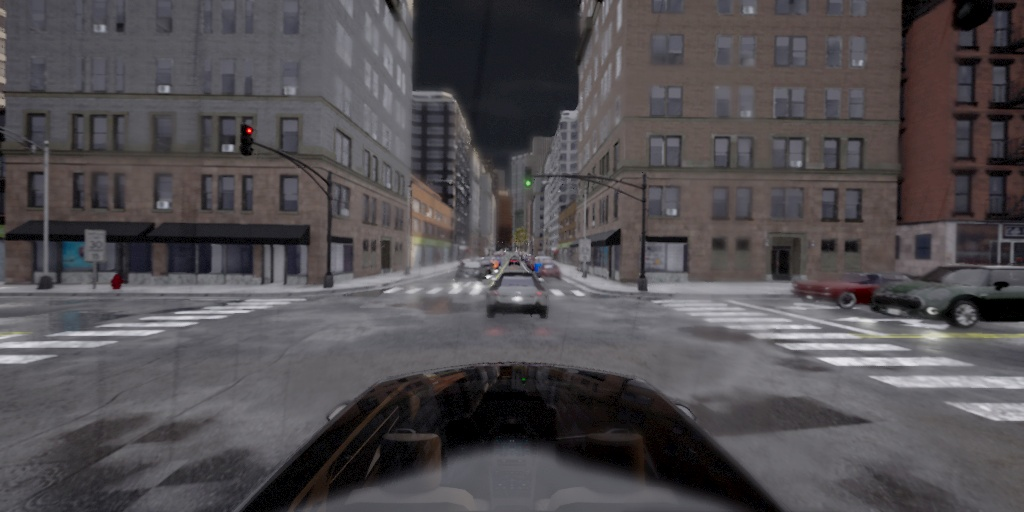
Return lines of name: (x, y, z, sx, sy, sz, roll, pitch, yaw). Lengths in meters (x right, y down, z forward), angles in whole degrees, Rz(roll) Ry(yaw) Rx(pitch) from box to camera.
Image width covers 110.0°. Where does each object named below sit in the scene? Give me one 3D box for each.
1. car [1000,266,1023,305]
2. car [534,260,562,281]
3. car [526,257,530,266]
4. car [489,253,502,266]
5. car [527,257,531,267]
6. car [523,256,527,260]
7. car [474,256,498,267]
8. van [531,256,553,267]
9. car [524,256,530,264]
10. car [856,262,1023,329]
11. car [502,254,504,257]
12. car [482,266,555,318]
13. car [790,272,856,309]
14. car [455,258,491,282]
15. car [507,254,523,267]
car: (22.660, 1.180, 13.776, 4.902, 1.511, 2.128, 0, 0, 0)
car: (2.953, 1.211, 28.465, 1.802, 1.307, 4.207, 0, 0, 0)
car: (3.046, 1.102, 45.124, 1.802, 1.307, 4.207, 0, 0, 0)
car: (-2.754, 0.775, 45.824, 2.097, 1.767, 4.553, 1, 0, 1)
car: (3.015, 1.104, 39.567, 1.888, 1.381, 4.507, 0, 0, 0)
car: (3.109, 1.001, 56.232, 1.802, 1.307, 4.207, 0, 0, 0)
car: (-2.850, 1.037, 35.917, 2.033, 1.411, 5.357, 1, 0, 0)
van: (2.984, 0.934, 34.016, 1.690, 1.789, 3.998, 0, 0, 0)
car: (3.078, 1.055, 50.676, 1.802, 1.307, 4.207, 0, 0, 0)
car: (13.464, 1.054, 10.530, 4.553, 1.767, 2.097, 0, 0, 0)
car: (-2.643, 0.810, 55.881, 1.882, 1.535, 5.008, 1, 1, 0)
car: (0.195, 1.249, 12.675, 1.994, 1.385, 4.181, 1, 0, 1)
car: (13.616, 1.275, 13.783, 4.718, 1.301, 1.895, 0, 0, 0)
car: (-2.907, 1.077, 26.267, 1.812, 1.442, 4.674, 1, 0, 2)
car: (0.367, 0.875, 56.728, 1.837, 1.490, 4.892, 1, 1, 0)
